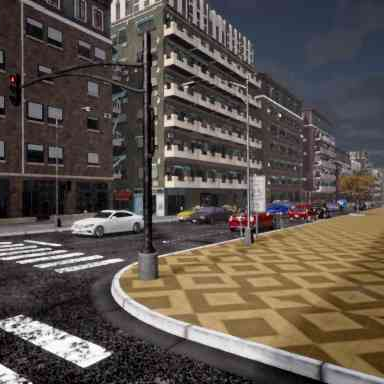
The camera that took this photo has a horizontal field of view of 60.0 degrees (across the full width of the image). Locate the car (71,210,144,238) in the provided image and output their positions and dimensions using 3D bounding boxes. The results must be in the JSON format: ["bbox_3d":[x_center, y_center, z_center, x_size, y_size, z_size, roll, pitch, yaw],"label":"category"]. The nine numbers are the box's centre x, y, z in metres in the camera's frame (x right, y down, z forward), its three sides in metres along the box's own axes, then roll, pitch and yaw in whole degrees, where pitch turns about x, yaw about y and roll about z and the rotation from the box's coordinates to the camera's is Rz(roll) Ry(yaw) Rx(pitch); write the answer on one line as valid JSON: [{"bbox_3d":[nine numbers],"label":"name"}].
[{"bbox_3d":[-4.766,1.778,19.475,1.812,1.442,4.674,-1,-1,34],"label":"car"}]

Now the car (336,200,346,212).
[{"bbox_3d":[23.454,2.468,54.398,2.033,1.411,5.357,-1,-1,36],"label":"car"}]

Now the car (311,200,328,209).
[{"bbox_3d":[26.372,2.501,68.665,2.192,1.841,5.009,-2,-2,35],"label":"car"}]

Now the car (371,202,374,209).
[{"bbox_3d":[36.428,2.745,68.542,2.008,1.369,4.403,-2,-2,35],"label":"car"}]

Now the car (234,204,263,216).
[{"bbox_3d":[6.991,2.222,40.851,1.947,1.339,4.313,-2,-2,35],"label":"car"}]

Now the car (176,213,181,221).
[{"bbox_3d":[0.432,2.002,31.444,1.752,1.417,4.829,-2,-2,35],"label":"car"}]

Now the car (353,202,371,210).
[{"bbox_3d":[29.967,2.583,59.273,1.947,1.339,4.313,-2,-2,35],"label":"car"}]

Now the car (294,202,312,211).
[{"bbox_3d":[19.913,2.554,59.390,1.887,1.381,4.507,-2,-2,35],"label":"car"}]

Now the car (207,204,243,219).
[{"bbox_3d":[3.663,2.090,36.077,1.752,1.417,4.829,-2,-2,35],"label":"car"}]

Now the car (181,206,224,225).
[{"bbox_3d":[1.717,1.976,28.788,2.033,1.411,5.357,-1,-1,35],"label":"car"}]

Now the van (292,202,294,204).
[{"bbox_3d":[13.450,2.174,50.126,1.690,1.788,3.998,-2,-2,35],"label":"van"}]

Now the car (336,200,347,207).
[{"bbox_3d":[39.198,2.882,87.141,1.690,1.788,3.998,-2,-2,35],"label":"car"}]

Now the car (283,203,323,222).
[{"bbox_3d":[10.583,2.032,31.467,1.887,1.381,4.507,-2,-2,35],"label":"car"}]

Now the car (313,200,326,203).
[{"bbox_3d":[17.650,2.267,46.058,1.837,1.490,4.892,-1,-1,35],"label":"car"}]

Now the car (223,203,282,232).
[{"bbox_3d":[4.121,1.751,22.201,1.967,1.590,4.097,-2,-2,35],"label":"car"}]

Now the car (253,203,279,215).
[{"bbox_3d":[10.221,2.289,45.486,1.887,1.381,4.507,-2,-2,35],"label":"car"}]

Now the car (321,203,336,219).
[{"bbox_3d":[13.814,2.141,36.101,1.947,1.339,4.313,-2,-2,35],"label":"car"}]

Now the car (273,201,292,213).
[{"bbox_3d":[10.176,2.137,40.890,1.882,1.535,5.008,-1,-1,35],"label":"car"}]
